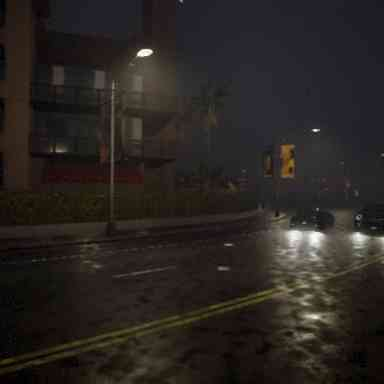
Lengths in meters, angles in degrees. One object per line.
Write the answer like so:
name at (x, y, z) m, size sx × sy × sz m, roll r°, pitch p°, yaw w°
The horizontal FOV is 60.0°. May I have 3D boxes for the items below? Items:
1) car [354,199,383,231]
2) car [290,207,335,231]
car at (11.818, 1.541, 21.285) m, size 2.097 × 1.767 × 4.553 m, roll 0°, pitch 0°, yaw 33°
car at (8.054, 1.727, 22.009) m, size 1.994 × 1.385 × 4.181 m, roll 0°, pitch 0°, yaw 36°
